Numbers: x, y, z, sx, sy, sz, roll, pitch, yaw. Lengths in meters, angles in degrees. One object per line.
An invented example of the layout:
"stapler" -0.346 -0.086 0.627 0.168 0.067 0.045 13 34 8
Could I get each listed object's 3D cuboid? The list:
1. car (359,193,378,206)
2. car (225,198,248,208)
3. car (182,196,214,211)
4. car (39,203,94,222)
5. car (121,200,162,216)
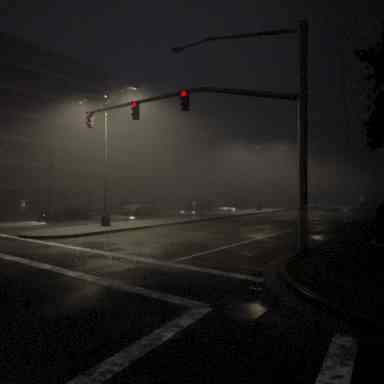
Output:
"car" 28.735 1.221 54.037 2.150 2.045 5.566 0 0 36
"car" 6.619 1.564 49.397 1.994 1.385 4.181 0 0 36
"car" 0.780 1.352 41.368 2.097 1.767 4.553 0 0 36
"car" -9.943 1.564 26.591 1.994 1.385 4.181 0 0 36
"car" -4.951 1.524 33.472 1.812 1.442 4.674 0 0 36
